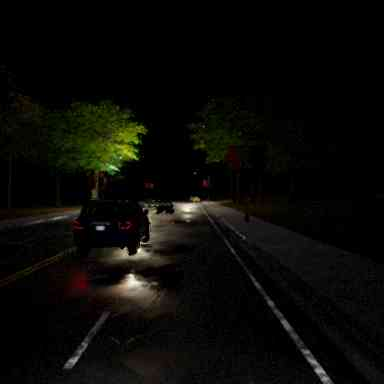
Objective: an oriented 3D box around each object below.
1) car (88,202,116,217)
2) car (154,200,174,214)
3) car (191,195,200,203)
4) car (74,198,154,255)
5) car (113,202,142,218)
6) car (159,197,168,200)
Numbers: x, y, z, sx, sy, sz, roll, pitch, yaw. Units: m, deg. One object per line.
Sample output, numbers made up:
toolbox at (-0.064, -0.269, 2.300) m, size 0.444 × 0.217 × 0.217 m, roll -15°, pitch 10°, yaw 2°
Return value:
car at (-9.803, 1.824, 36.528) m, size 1.812 × 1.442 × 4.674 m, roll 0°, pitch 0°, yaw 0°
car at (-3.106, 1.924, 39.875) m, size 1.895 × 1.301 × 4.718 m, roll 0°, pitch 0°, yaw 0°
car at (1.234, 2.152, 87.689) m, size 1.801 × 1.575 × 5.366 m, roll 0°, pitch 0°, yaw 0°
car at (-3.135, 1.344, 14.072) m, size 2.150 × 2.045 × 5.566 m, roll 0°, pitch 0°, yaw 0°
car at (-6.560, 1.828, 34.423) m, size 2.033 × 1.411 × 5.357 m, roll 0°, pitch 0°, yaw 0°
car at (-6.418, 1.858, 74.916) m, size 1.882 × 1.535 × 5.008 m, roll 0°, pitch 0°, yaw 0°
